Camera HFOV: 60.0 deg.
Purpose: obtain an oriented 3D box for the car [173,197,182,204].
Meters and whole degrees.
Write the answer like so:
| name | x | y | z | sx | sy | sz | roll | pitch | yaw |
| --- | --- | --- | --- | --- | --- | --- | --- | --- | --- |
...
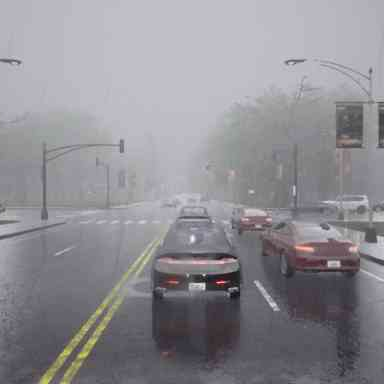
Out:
| name | x | y | z | sx | sy | sz | roll | pitch | yaw |
| --- | --- | --- | --- | --- | --- | --- | --- | --- | --- |
| car | -3.326 | 1.880 | 76.717 | 1.812 | 1.442 | 4.674 | 0 | -1 | 0 |

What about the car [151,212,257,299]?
| name | x | y | z | sx | sy | sz | roll | pitch | yaw |
| --- | --- | --- | --- | --- | --- | --- | --- | --- | --- |
| car | 0.092 | 1.496 | 8.421 | 2.128 | 1.511 | 4.902 | 0 | 0 | 0 |

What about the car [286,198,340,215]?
| name | x | y | z | sx | sy | sz | roll | pitch | yaw |
| --- | --- | --- | --- | --- | --- | --- | --- | --- | --- |
| car | 12.246 | 1.639 | 34.370 | 4.902 | 1.511 | 2.128 | 0 | 0 | 4 |

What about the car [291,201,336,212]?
| name | x | y | z | sx | sy | sz | roll | pitch | yaw |
| --- | --- | --- | --- | --- | --- | --- | --- | --- | --- |
| car | 14.826 | 1.772 | 40.736 | 4.718 | 1.301 | 1.895 | 0 | 0 | 0 |

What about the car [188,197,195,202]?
| name | x | y | z | sx | sy | sz | roll | pitch | yaw |
| --- | --- | --- | --- | --- | --- | --- | --- | --- | --- |
| car | -0.093 | 1.964 | 92.918 | 1.994 | 1.385 | 4.181 | 0 | -1 | 0 |

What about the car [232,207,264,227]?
| name | x | y | z | sx | sy | sz | roll | pitch | yaw |
| --- | --- | --- | --- | --- | --- | --- | --- | --- | --- |
| car | 3.342 | 1.555 | 18.947 | 1.812 | 1.442 | 4.674 | 0 | 0 | 1 |

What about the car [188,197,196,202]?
| name | x | y | z | sx | sy | sz | roll | pitch | yaw |
| --- | --- | --- | --- | --- | --- | --- | --- | --- | --- |
| car | -0.081 | 1.892 | 82.464 | 1.882 | 1.535 | 5.008 | 0 | -1 | 0 |

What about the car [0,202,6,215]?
| name | x | y | z | sx | sy | sz | roll | pitch | yaw |
| --- | --- | --- | --- | --- | --- | --- | --- | --- | --- |
| car | -20.171 | 1.224 | 30.493 | 5.566 | 2.045 | 2.150 | 0 | 0 | -1 |

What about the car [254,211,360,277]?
| name | x | y | z | sx | sy | sz | roll | pitch | yaw |
| --- | --- | --- | --- | --- | --- | --- | --- | --- | --- |
| car | 3.336 | 1.532 | 10.138 | 1.812 | 1.442 | 4.674 | 0 | 0 | 0 |

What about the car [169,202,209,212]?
| name | x | y | z | sx | sy | sz | roll | pitch | yaw |
| --- | --- | --- | --- | --- | --- | --- | --- | --- | --- |
| car | 0.084 | 1.517 | 17.829 | 2.128 | 1.511 | 4.902 | 0 | 0 | 0 |

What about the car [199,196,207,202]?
| name | x | y | z | sx | sy | sz | roll | pitch | yaw |
| --- | --- | --- | --- | --- | --- | --- | --- | --- | --- |
| car | 3.157 | 1.951 | 92.921 | 2.033 | 1.411 | 5.357 | 0 | -1 | 0 |

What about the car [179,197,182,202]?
| name | x | y | z | sx | sy | sz | roll | pitch | yaw |
| --- | --- | --- | --- | --- | --- | --- | --- | --- | --- |
| car | -3.346 | 1.800 | 66.254 | 2.033 | 1.411 | 5.357 | 0 | -1 | 1 |

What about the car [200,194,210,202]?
| name | x | y | z | sx | sy | sz | roll | pitch | yaw |
| --- | --- | --- | --- | --- | --- | --- | --- | --- | --- |
| car | 3.169 | 1.641 | 82.534 | 2.150 | 2.045 | 5.566 | 0 | -1 | 0 |

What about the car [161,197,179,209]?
| name | x | y | z | sx | sy | sz | roll | pitch | yaw |
| --- | --- | --- | --- | --- | --- | --- | --- | --- | --- |
| car | -3.266 | 1.697 | 47.119 | 1.994 | 1.385 | 4.181 | 0 | -1 | -3 |

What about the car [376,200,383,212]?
| name | x | y | z | sx | sy | sz | roll | pitch | yaw |
| --- | --- | --- | --- | --- | --- | --- | --- | --- | --- |
| car | 23.958 | 1.694 | 40.817 | 5.008 | 1.535 | 1.882 | 0 | 0 | 0 |

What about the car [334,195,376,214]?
| name | x | y | z | sx | sy | sz | roll | pitch | yaw |
| --- | --- | --- | --- | --- | --- | --- | --- | --- | --- |
| car | 17.070 | 1.398 | 37.512 | 5.566 | 2.045 | 2.150 | 0 | 0 | -1 |
